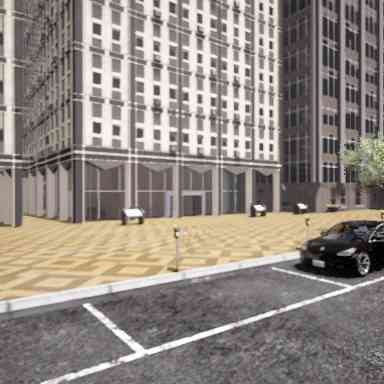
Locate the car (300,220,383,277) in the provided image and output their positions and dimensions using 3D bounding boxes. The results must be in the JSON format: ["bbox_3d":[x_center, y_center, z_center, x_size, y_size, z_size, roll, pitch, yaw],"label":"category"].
[{"bbox_3d":[5.203,1.564,10.280,4.313,1.339,1.947,0,0,-36],"label":"car"}]
